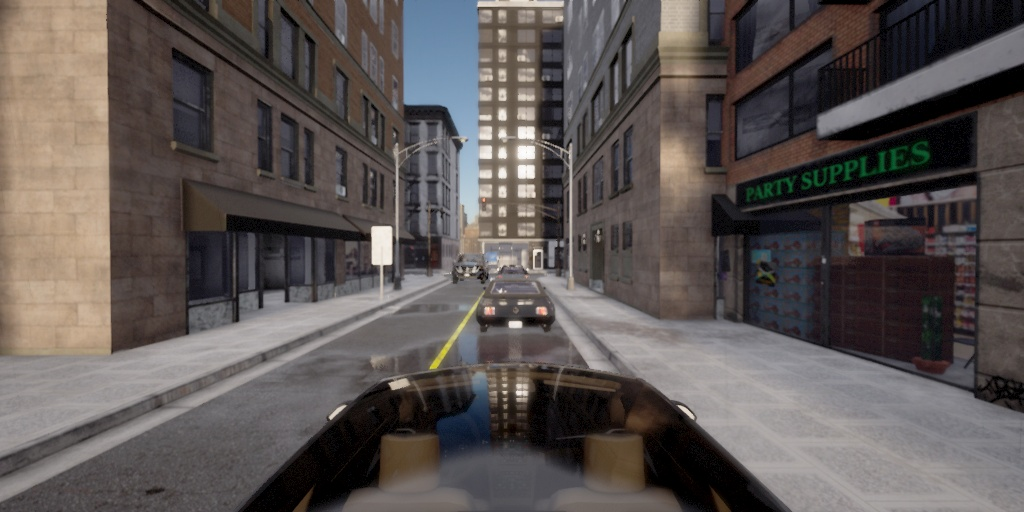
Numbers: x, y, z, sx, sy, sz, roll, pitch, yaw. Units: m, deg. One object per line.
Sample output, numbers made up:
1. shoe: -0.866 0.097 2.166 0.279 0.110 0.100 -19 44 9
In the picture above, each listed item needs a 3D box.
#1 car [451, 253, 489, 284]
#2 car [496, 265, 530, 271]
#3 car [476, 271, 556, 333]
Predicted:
1. car: -2.795 0.814 25.129 2.150 2.045 5.566 0 0 0
2. car: 0.054 1.168 20.458 1.994 1.385 4.181 0 0 0
3. car: 0.083 1.282 10.490 1.895 1.301 4.718 0 0 0
